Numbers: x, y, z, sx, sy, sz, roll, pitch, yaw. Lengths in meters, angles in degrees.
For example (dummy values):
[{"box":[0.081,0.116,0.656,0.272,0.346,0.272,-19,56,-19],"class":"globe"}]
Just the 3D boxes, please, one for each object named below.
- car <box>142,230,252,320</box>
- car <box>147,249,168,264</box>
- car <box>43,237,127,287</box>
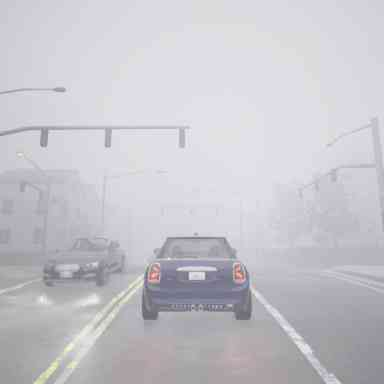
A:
[{"box":[0.085,1.807,8.233,2.097,1.767,4.553,0,-7,0],"class":"car"},{"box":[-3.666,6.993,35.970,1.812,1.442,4.674,0,-11,0],"class":"car"},{"box":[-3.621,2.390,12.033,2.128,1.511,4.902,0,-7,0],"class":"car"}]
